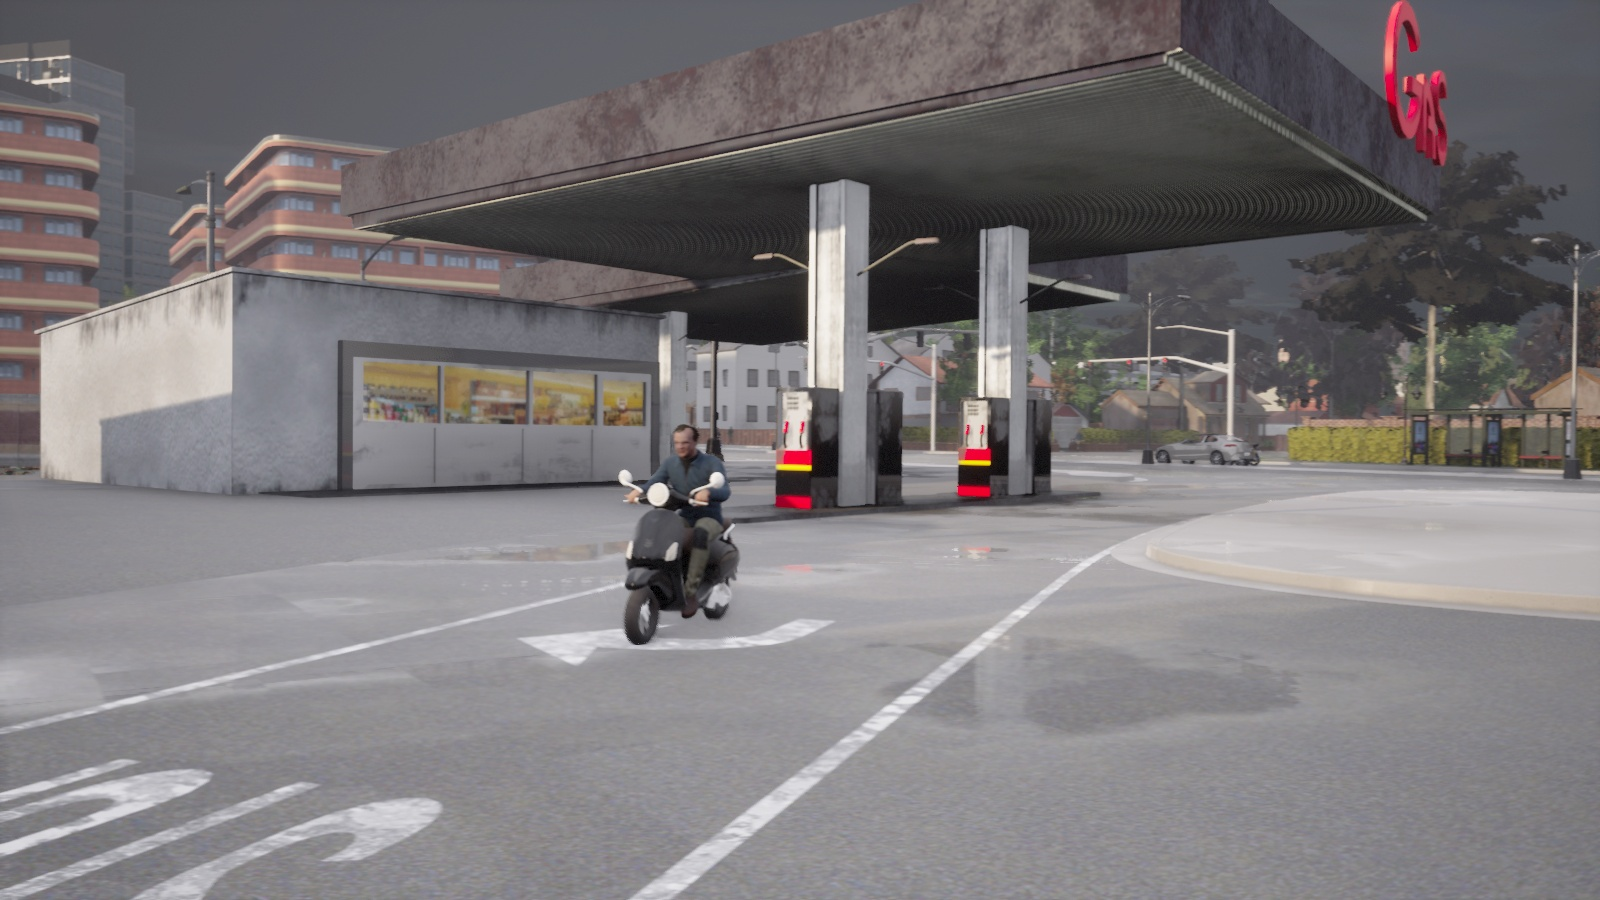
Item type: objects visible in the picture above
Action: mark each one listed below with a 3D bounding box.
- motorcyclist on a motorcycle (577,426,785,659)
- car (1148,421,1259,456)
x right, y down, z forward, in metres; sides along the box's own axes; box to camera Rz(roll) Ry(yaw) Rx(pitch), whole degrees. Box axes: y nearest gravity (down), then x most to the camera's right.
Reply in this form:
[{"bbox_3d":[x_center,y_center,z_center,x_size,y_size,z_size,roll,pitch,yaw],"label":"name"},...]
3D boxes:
[{"bbox_3d":[-0.846,0.618,9.577,0.866,1.590,1.817,0,1,20],"label":"motorcyclist on a motorcycle"},{"bbox_3d":[20.094,-0.589,62.697,2.152,1.651,5.027,-1,1,-33],"label":"car"}]
